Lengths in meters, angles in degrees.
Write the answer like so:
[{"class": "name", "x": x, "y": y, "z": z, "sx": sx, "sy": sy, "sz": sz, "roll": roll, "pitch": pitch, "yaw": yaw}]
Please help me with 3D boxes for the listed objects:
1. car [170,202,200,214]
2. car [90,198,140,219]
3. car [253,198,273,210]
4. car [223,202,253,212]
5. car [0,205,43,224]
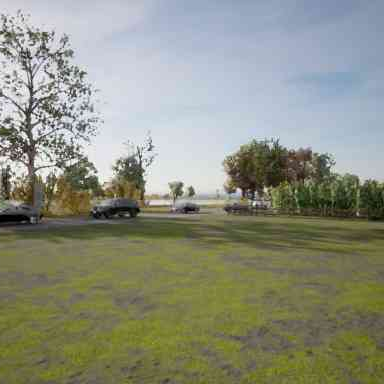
[{"class": "car", "x": -0.876, "y": 2.080, "z": 43.955, "sx": 2.128, "sy": 1.511, "sz": 4.902, "roll": -1, "pitch": -2, "yaw": 35}, {"class": "car", "x": -7.755, "y": 1.630, "z": 34.145, "sx": 2.150, "sy": 2.045, "sz": 5.566, "roll": -1, "pitch": -2, "yaw": 35}, {"class": "car", "x": 12.518, "y": 2.057, "z": 58.164, "sx": 2.150, "sy": 2.045, "sz": 5.566, "roll": -1, "pitch": -2, "yaw": 35}, {"class": "car", "x": 6.582, "y": 2.223, "z": 49.579, "sx": 2.033, "sy": 1.411, "sz": 5.357, "roll": -1, "pitch": -2, "yaw": 35}, {"class": "car", "x": -13.901, "y": 1.741, "z": 25.351, "sx": 2.128, "sy": 1.511, "sz": 4.902, "roll": -1, "pitch": -2, "yaw": 35}]
